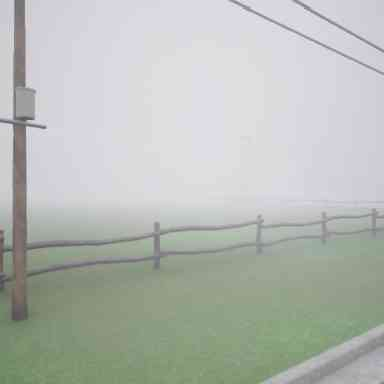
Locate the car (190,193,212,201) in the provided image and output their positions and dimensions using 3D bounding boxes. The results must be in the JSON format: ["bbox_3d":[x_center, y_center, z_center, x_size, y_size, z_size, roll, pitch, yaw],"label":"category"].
[{"bbox_3d":[1.674,1.171,78.901,2.150,2.045,5.566,0,0,-35],"label":"car"}]

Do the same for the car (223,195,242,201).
[{"bbox_3d":[10.281,1.441,84.915,1.837,1.490,4.892,0,0,-35],"label":"car"}]

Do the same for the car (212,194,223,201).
[{"bbox_3d":[4.571,1.301,80.865,2.097,1.767,4.553,0,0,-35],"label":"car"}]

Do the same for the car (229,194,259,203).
[{"bbox_3d":[10.338,1.494,66.579,2.128,1.511,4.902,0,0,-35],"label":"car"}]

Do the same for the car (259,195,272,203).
[{"bbox_3d":[13.388,1.603,68.326,1.895,1.301,4.718,0,0,-35],"label":"car"}]

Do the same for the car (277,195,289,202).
[{"bbox_3d":[18.242,1.467,73.593,1.882,1.535,5.008,0,0,-35],"label":"car"}]

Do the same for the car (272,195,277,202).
[{"bbox_3d":[15.199,1.470,71.835,1.882,1.535,5.008,0,0,-35],"label":"car"}]

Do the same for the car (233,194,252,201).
[{"bbox_3d":[13.161,1.296,86.903,2.097,1.767,4.553,0,0,-35],"label":"car"}]

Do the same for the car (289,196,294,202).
[{"bbox_3d":[20.939,1.515,75.841,2.128,1.511,4.902,0,0,-35],"label":"car"}]

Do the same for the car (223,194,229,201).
[{"bbox_3d":[7.435,1.299,82.878,2.097,1.767,4.553,0,0,-35],"label":"car"}]
